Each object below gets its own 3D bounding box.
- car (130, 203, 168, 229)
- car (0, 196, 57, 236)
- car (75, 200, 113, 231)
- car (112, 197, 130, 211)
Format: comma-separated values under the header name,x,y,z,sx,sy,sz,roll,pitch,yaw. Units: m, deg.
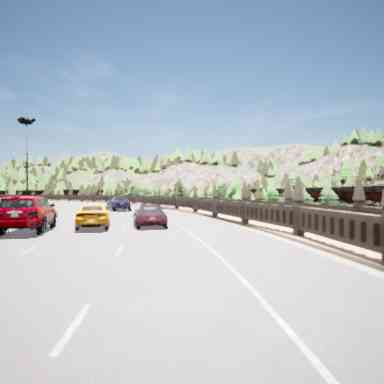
name,x,y,z,sx,sy,sz,roll,pitch,yaw
car,-2.779,1.537,21.687,1.994,1.385,4.181,0,0,-13
car,-9.298,1.258,19.068,2.150,2.045,5.566,0,0,-12
car,-6.180,1.482,20.998,1.882,1.535,5.008,0,0,-13
car,-8.792,1.334,40.003,2.097,1.767,4.553,-1,0,-23
